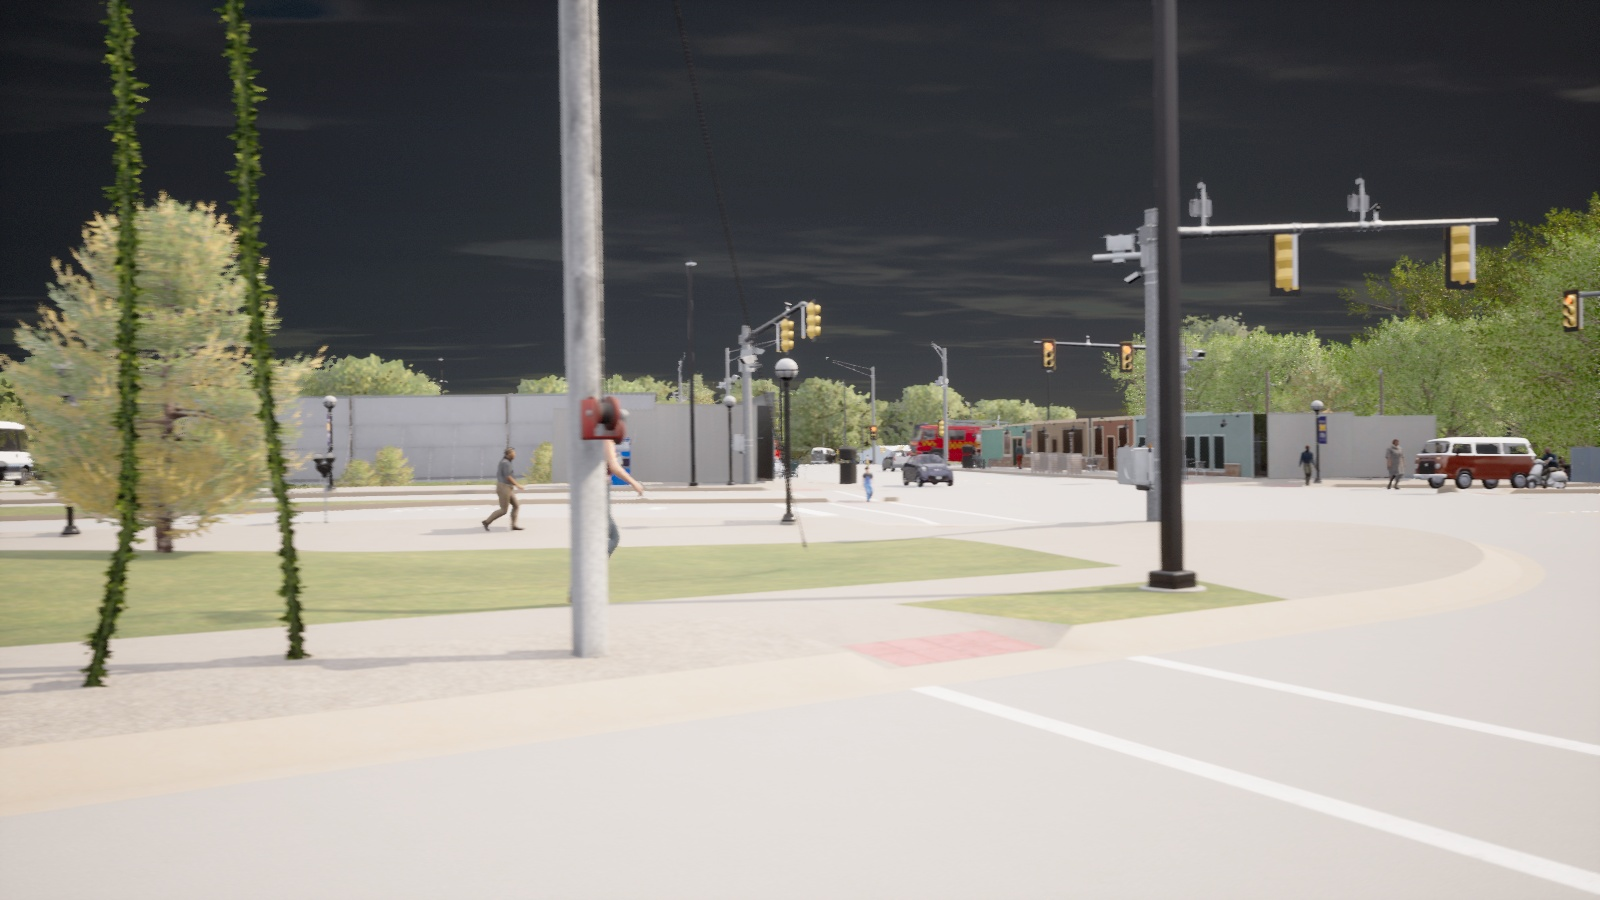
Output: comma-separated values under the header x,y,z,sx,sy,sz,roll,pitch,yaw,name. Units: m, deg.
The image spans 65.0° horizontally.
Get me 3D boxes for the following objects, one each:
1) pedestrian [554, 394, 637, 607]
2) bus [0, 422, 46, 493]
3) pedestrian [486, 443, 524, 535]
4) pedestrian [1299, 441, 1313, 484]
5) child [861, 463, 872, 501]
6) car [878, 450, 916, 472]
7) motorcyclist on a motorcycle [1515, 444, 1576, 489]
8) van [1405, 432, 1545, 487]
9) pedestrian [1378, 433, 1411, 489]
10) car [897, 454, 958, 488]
x,y,z,sx,sy,sz,roll,pitch,yaw,name
-1.808,0.428,11.117,0.594,1.836,0.345,-2,1,-35,pedestrian
-50.248,0.486,76.383,3.944,4.253,10.273,-1,0,-10,bus
-6.090,0.798,25.962,0.694,1.848,0.540,-1,1,-10,pedestrian
21.741,0.540,53.950,0.370,1.835,0.726,-1,1,10,pedestrian
2.207,1.060,41.769,0.270,1.263,0.437,-1,1,-8,child
7.024,0.797,91.190,1.845,1.501,3.633,-1,0,-10,car
26.767,0.576,45.086,1.817,1.590,0.866,0,0,-15,motorcyclist on a motorcycle
26.250,0.403,48.892,4.480,2.038,2.069,1,-1,-12,van
21.216,0.391,44.837,0.659,1.952,0.873,-1,1,-8,pedestrian
5.906,0.942,58.514,1.845,1.501,3.633,-1,0,-10,car
